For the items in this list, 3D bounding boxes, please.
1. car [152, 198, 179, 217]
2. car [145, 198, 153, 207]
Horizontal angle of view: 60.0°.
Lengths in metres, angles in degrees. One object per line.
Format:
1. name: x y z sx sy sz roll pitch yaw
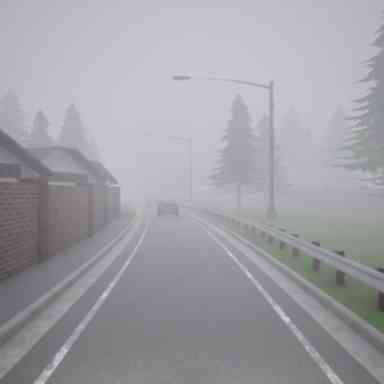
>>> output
1. car: -2.329 1.459 31.145 2.128 1.511 4.902 0 0 -8
2. car: -5.696 1.516 48.780 1.994 1.385 4.181 0 0 -13
